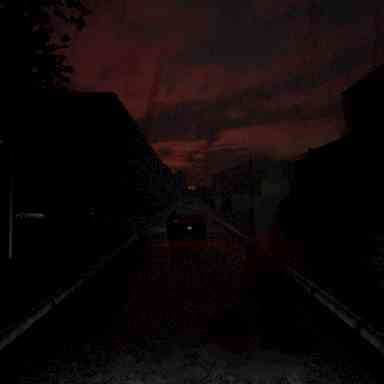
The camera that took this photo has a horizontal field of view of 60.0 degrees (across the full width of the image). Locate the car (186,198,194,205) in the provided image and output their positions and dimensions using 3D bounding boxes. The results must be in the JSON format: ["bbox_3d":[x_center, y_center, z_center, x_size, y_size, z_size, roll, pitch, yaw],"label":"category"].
[{"bbox_3d":[-0.473,2.494,80.172,1.895,1.301,4.718,0,0,0],"label":"car"}]

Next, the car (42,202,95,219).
[{"bbox_3d":[-11.614,1.660,31.306,4.892,1.490,1.837,2,-2,10],"label":"car"}]

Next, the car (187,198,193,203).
[{"bbox_3d":[-0.532,2.345,90.158,1.812,1.442,4.674,0,-1,0],"label":"car"}]

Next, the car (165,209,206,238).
[{"bbox_3d":[-0.454,1.688,18.935,1.882,1.535,5.008,0,-1,-8],"label":"car"}]
